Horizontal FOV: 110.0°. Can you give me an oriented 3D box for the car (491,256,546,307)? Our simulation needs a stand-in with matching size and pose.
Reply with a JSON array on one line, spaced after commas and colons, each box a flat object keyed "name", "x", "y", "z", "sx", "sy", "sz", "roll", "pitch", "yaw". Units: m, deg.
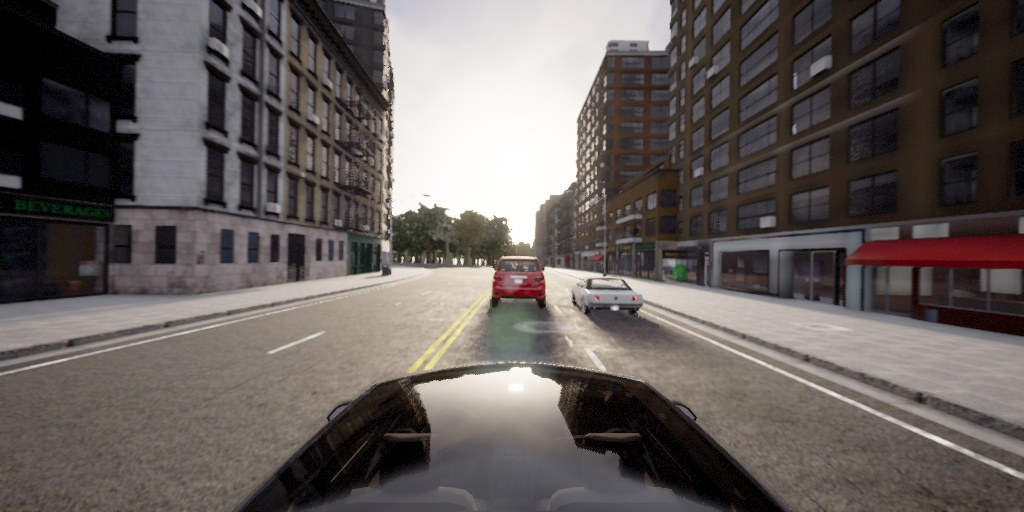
[{"name": "car", "x": 0.302, "y": 1.038, "z": 16.055, "sx": 2.150, "sy": 2.045, "sz": 5.566, "roll": 1, "pitch": 0, "yaw": 1}]

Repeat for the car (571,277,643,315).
[{"name": "car", "x": 3.501, "y": 1.461, "z": 14.195, "sx": 1.895, "sy": 1.301, "sz": 4.718, "roll": 1, "pitch": 0, "yaw": 1}]
